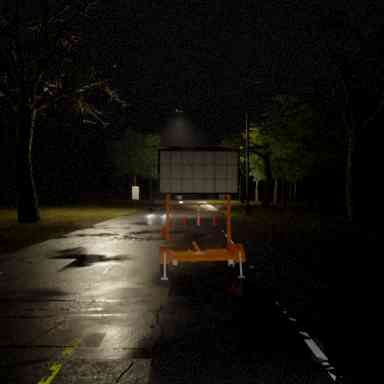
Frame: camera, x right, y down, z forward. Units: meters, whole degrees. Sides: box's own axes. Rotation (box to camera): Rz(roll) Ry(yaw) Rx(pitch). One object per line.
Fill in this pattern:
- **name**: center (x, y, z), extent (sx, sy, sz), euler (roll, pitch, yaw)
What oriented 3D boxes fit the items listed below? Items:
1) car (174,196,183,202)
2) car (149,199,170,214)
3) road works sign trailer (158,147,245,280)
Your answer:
- **car**: center (-3.310, 1.656, 83.667), extent (2.128, 1.511, 4.902), euler (0, 0, 0)
- **car**: center (-3.516, 1.508, 36.670), extent (1.882, 1.535, 5.008), euler (0, 0, 0)
- **road works sign trailer**: center (0.183, 0.462, 10.004), extent (2.380, 3.560, 2.880), euler (0, 0, -5)
